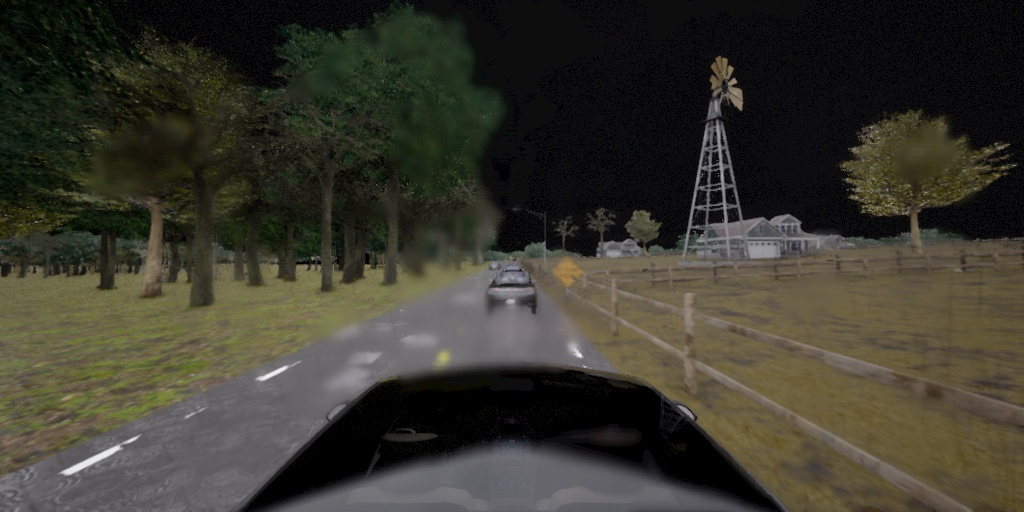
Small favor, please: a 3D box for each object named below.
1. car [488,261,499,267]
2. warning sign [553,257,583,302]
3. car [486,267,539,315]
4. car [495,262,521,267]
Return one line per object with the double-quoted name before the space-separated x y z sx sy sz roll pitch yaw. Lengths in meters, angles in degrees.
"car" -2.815 1.595 58.633 2.128 1.511 4.902 0 0 0
"warning sign" 2.450 0.981 15.514 1.300 1.860 1.060 0 0 0
"car" 0.040 1.346 14.245 2.128 1.511 4.902 0 0 1
"car" 0.040 1.454 29.242 2.128 1.511 4.902 0 0 1
